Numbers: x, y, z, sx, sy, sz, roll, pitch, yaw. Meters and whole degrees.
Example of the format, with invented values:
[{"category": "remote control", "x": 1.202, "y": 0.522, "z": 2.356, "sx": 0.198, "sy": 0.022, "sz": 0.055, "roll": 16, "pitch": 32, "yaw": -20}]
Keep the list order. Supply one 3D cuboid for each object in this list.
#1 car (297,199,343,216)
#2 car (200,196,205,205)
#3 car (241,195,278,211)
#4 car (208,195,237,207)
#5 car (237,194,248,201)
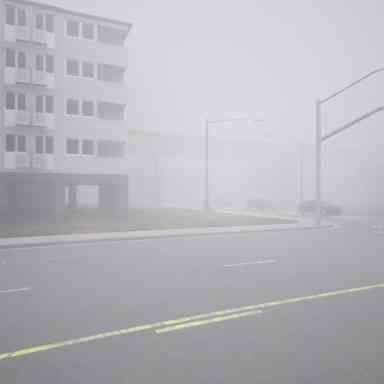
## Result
[{"category": "car", "x": 12.783, "y": 1.527, "z": 33.446, "sx": 1.837, "sy": 1.490, "sz": 4.892, "roll": 0, "pitch": 0, "yaw": -25}, {"category": "car", "x": 2.646, "y": 1.528, "z": 61.443, "sx": 1.837, "sy": 1.490, "sz": 4.892, "roll": 0, "pitch": 0, "yaw": 3}, {"category": "car", "x": 8.743, "y": 1.513, "z": 42.016, "sx": 2.128, "sy": 1.511, "sz": 4.902, "roll": 0, "pitch": 0, "yaw": -25}, {"category": "car", "x": 4.606, "y": 1.526, "z": 51.306, "sx": 1.837, "sy": 1.490, "sz": 4.892, "roll": 0, "pitch": 0, "yaw": -21}, {"category": "car", "x": 11.309, "y": 1.575, "z": 75.343, "sx": 2.033, "sy": 1.411, "sz": 5.357, "roll": 0, "pitch": 0, "yaw": 41}]
